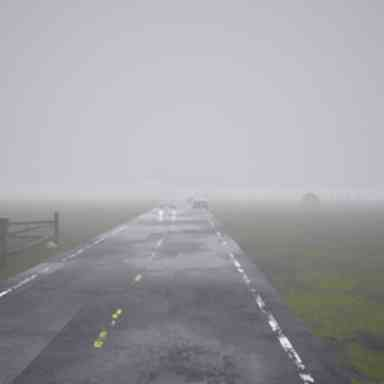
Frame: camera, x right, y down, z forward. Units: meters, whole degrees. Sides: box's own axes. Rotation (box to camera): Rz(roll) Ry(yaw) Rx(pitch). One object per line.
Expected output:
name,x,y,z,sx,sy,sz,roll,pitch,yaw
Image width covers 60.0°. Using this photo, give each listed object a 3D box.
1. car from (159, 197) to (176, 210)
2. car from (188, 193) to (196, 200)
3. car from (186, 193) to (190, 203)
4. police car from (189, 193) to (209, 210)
car,-2.845,1.332,39.756,1.812,1.442,4.674,0,0,0
car,-0.009,0.964,74.615,1.812,1.442,4.674,0,0,0
car,-0.007,1.216,58.237,1.837,1.490,4.892,0,0,0
police car,0.957,1.235,39.175,1.930,1.638,5.238,0,0,0
